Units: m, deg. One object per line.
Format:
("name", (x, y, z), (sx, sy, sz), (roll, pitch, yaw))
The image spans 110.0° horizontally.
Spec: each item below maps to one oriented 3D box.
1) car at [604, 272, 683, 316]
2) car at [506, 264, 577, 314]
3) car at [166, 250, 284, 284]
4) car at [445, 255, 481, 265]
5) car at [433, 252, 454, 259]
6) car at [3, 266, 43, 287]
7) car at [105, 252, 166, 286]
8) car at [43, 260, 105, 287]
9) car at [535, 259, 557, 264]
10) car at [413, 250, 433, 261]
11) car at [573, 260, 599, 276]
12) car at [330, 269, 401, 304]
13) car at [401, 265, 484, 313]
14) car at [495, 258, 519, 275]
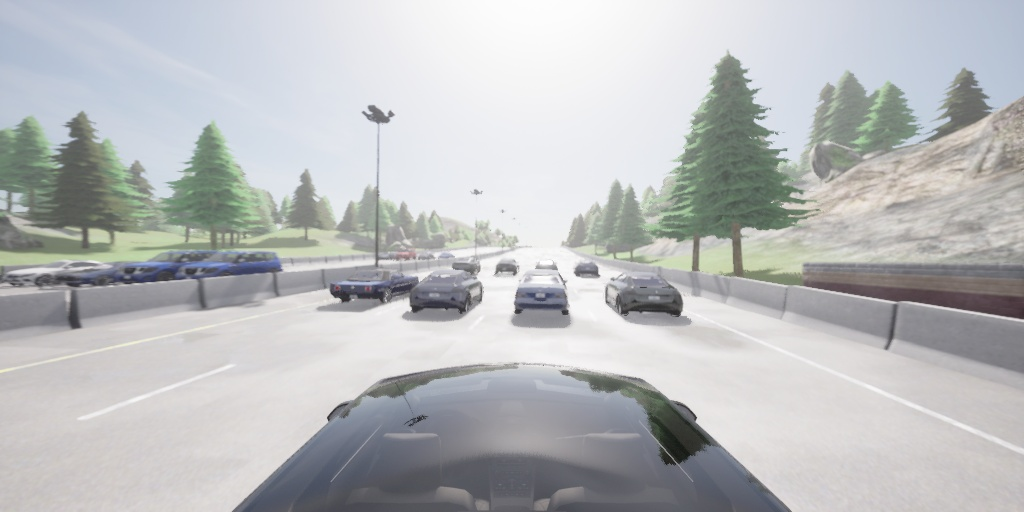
("car", (4.647, 1.262, 13.200), (1.994, 1.385, 4.181), (0, 1, 6))
("car", (1.123, 1.223, 13.426), (2.033, 1.411, 5.357), (0, 1, 6))
("car", (-15.914, 0.718, 20.700), (2.150, 2.045, 5.566), (0, 1, 6))
("car", (-4.002, 0.874, 31.984), (2.128, 1.511, 4.902), (0, 1, 6))
("car", (-11.554, 0.060, 62.509), (1.882, 1.535, 5.008), (0, 2, 6))
("car", (-26.395, 0.957, 21.324), (1.812, 1.442, 4.674), (0, 1, 6))
("car", (-19.394, 0.694, 21.072), (2.150, 2.045, 5.566), (0, 1, 6))
("car", (-22.906, 0.999, 21.162), (2.033, 1.411, 5.357), (0, 1, 6))
("car", (3.055, 0.977, 32.195), (1.994, 1.385, 4.181), (0, 1, 6))
("car", (-15.031, 0.051, 62.885), (2.128, 1.511, 4.902), (0, 2, 6))
("car", (6.559, 0.996, 32.050), (1.994, 1.385, 4.181), (0, 1, 6))
("car", (-5.678, 1.215, 15.566), (1.895, 1.301, 4.718), (0, 1, 6))
("car", (-2.330, 1.218, 13.653), (1.994, 1.385, 4.181), (0, 1, 5))
("car", (-0.408, 0.909, 32.827), (1.812, 1.442, 4.674), (0, 1, 6))
